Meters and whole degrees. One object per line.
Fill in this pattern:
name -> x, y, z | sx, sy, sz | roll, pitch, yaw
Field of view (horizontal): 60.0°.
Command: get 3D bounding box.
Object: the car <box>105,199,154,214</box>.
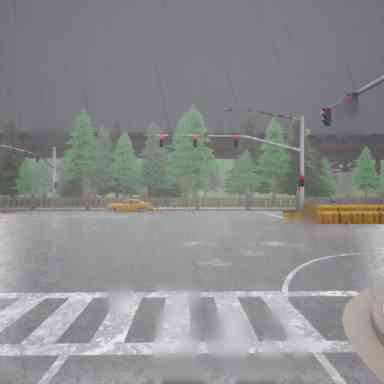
car -> -6.548, 1.477, 34.892 | 5.008, 1.535, 1.882 | 0, 0, -2

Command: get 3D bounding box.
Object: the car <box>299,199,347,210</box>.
car -> 14.002, 1.491, 35.518 | 4.902, 1.511, 2.128 | 0, 0, -2
